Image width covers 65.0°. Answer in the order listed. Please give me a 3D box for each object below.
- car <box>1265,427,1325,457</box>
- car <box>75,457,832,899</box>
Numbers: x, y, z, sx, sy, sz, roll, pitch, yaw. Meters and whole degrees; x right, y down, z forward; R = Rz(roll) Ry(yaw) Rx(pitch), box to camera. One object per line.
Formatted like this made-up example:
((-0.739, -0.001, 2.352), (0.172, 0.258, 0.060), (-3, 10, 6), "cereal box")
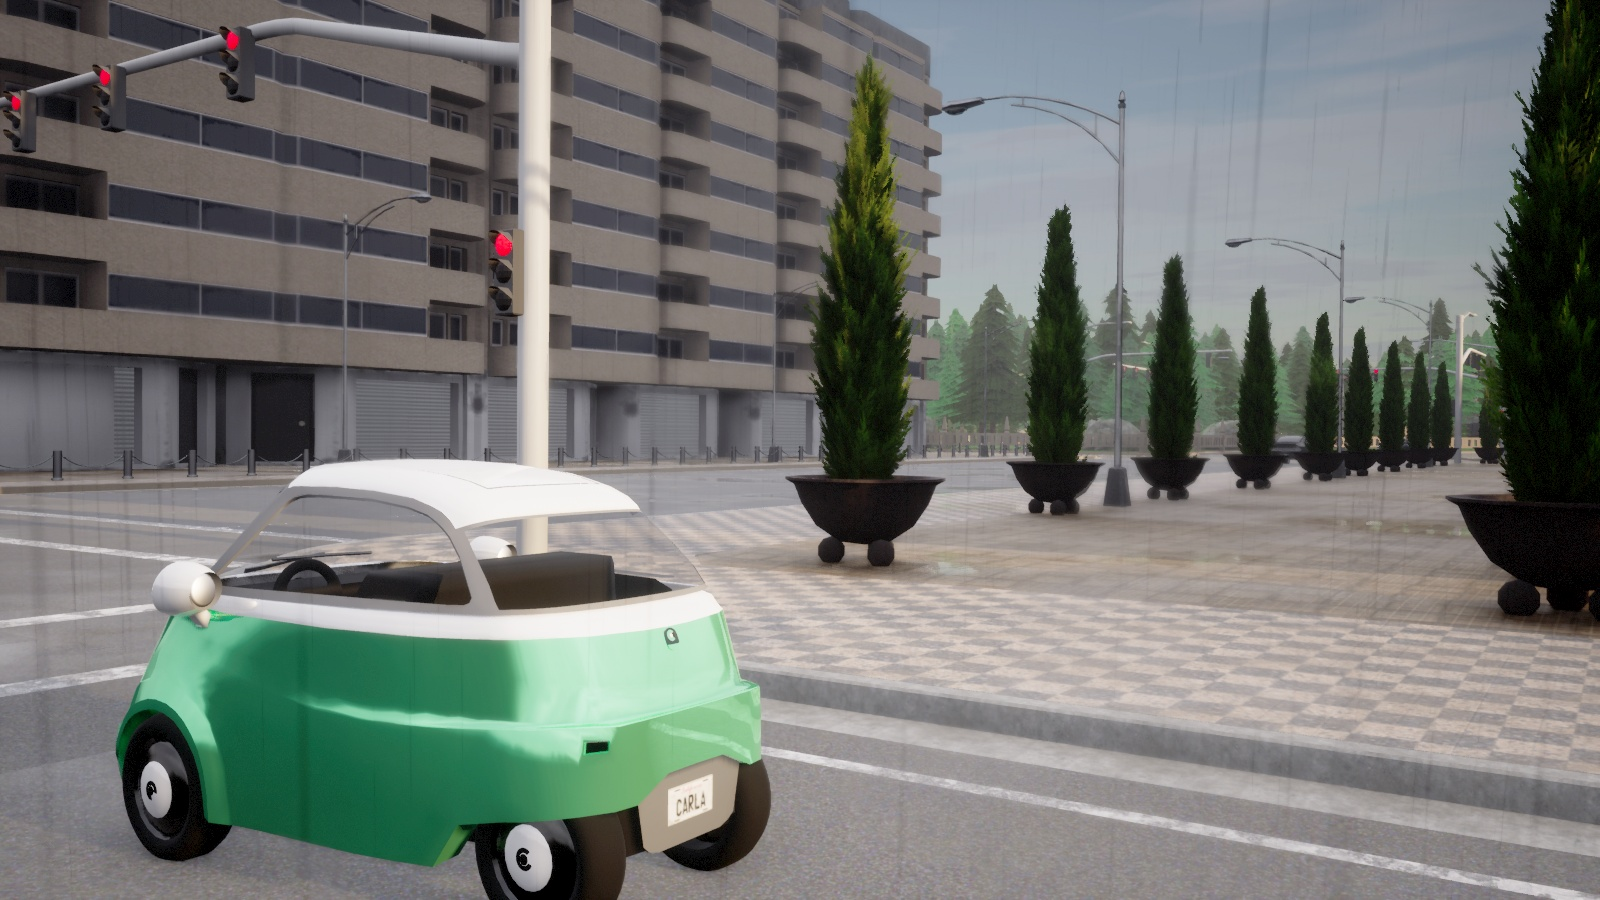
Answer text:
((25.735, -0.442, 65.164), (1.837, 1.490, 4.892), (0, 1, 34), "car")
((-1.218, 0.737, 4.433), (2.207, 1.376, 1.481), (0, 1, 34), "car")
